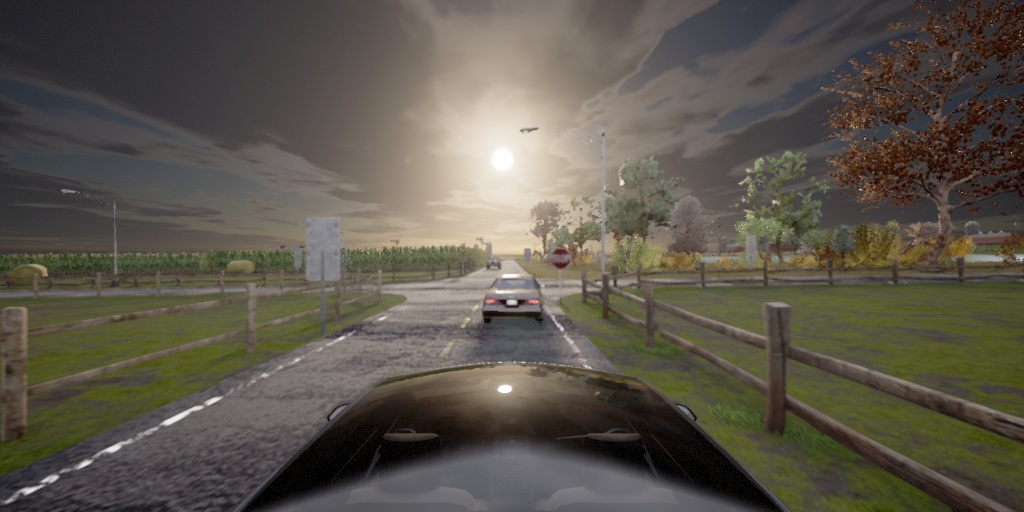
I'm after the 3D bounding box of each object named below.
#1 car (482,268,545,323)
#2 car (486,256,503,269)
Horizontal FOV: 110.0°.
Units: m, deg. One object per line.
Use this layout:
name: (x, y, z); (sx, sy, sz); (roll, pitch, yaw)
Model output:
car: (0.146, 1.305, 12.216); (2.033, 1.411, 5.357); (0, 0, 3)
car: (-2.958, 1.064, 58.647); (2.150, 2.045, 5.566); (0, 0, 0)
